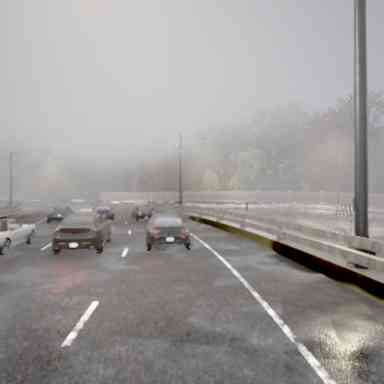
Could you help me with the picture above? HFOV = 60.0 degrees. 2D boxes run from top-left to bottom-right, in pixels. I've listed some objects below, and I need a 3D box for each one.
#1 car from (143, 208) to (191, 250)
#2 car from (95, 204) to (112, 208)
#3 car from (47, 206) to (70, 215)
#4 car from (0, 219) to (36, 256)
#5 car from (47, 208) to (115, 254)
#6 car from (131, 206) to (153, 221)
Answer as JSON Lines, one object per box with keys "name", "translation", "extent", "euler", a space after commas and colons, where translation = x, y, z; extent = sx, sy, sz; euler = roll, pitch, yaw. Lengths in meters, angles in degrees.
{"name": "car", "translation": [-1.185, 1.684, 15.181], "extent": [1.812, 1.442, 4.674], "euler": [0, 0, -8]}
{"name": "car", "translation": [-8.014, 1.844, 30.105], "extent": [1.812, 1.442, 4.674], "euler": [0, 0, -17]}
{"name": "car", "translation": [-11.265, 1.873, 28.761], "extent": [1.994, 1.385, 4.181], "euler": [0, -1, -16]}
{"name": "car", "translation": [-8.033, 1.751, 13.680], "extent": [1.895, 1.301, 4.718], "euler": [0, -1, -8]}
{"name": "car", "translation": [-4.599, 1.661, 14.351], "extent": [1.837, 1.490, 4.892], "euler": [0, 0, -8]}
{"name": "car", "translation": [-4.447, 1.919, 30.400], "extent": [1.895, 1.301, 4.718], "euler": [0, -1, -16]}
